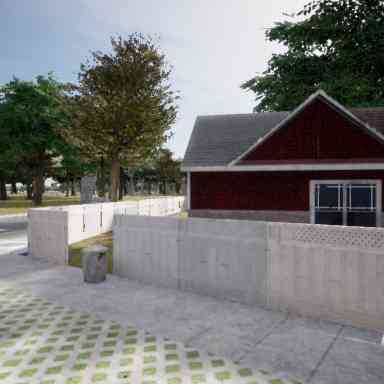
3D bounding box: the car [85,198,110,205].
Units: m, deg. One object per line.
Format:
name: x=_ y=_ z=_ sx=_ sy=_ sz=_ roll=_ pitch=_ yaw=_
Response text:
car: x=-8.232 y=1.336 z=31.540 sx=1.882 sy=1.535 sz=5.008 roll=0 pitch=0 yaw=12
